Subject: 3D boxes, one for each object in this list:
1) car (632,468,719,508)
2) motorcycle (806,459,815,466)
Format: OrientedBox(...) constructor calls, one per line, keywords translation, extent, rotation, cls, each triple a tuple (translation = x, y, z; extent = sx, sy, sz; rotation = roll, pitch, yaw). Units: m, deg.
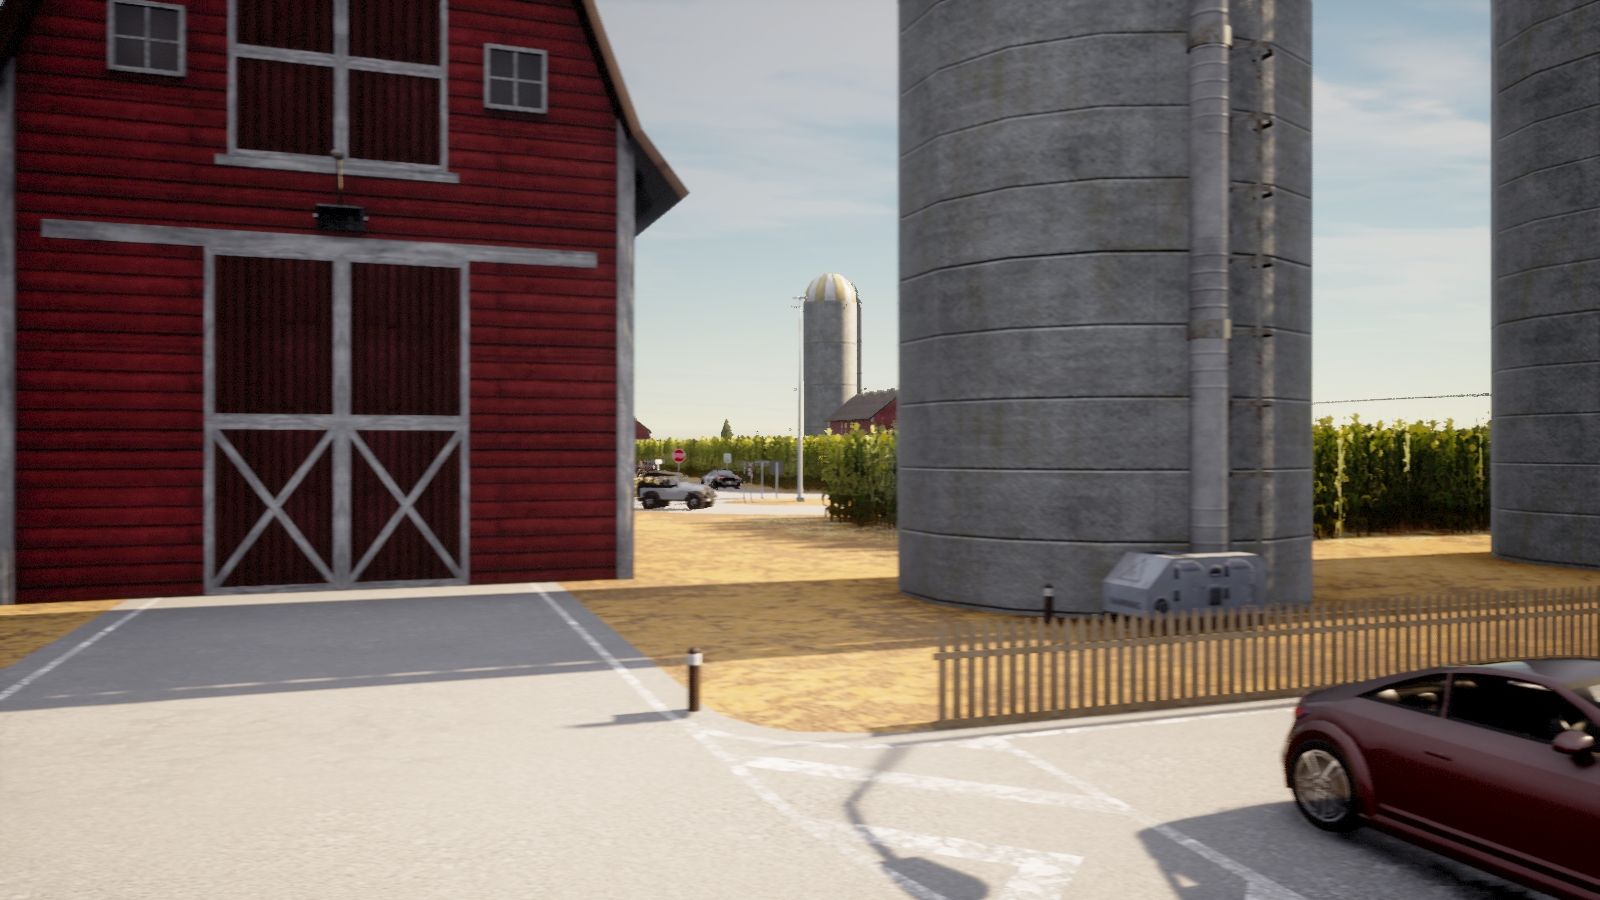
OrientedBox(translation=(-6.135, 1.857, 56.445), extent=(3.866, 1.878, 1.905), rotation=(0, 0, 14), cls="car")
OrientedBox(translation=(1.766, 2.154, 198.542), extent=(0.764, 1.307, 2.356), rotation=(0, 0, -21), cls="motorcycle")
